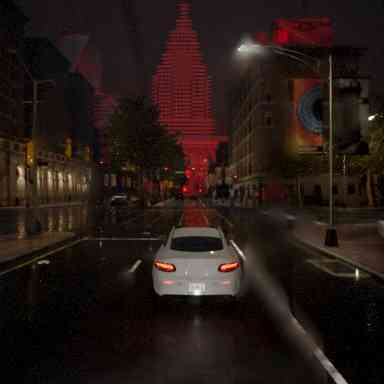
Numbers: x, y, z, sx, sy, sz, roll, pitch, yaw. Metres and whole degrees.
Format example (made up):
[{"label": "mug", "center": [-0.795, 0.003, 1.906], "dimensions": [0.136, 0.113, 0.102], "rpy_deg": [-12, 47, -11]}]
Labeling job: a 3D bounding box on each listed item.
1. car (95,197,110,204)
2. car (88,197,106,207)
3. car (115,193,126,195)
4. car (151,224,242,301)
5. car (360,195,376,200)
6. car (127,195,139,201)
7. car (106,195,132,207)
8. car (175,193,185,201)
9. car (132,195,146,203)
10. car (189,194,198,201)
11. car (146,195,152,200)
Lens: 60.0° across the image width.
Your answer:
[{"label": "car", "center": [-17.970, 1.591, 66.948], "dimensions": [1.895, 1.301, 4.718], "rpy_deg": [0, 0, 0]}, {"label": "car", "center": [-14.868, 1.501, 52.121], "dimensions": [1.837, 1.490, 4.892], "rpy_deg": [0, 0, 0]}, {"label": "car", "center": [-14.716, 1.220, 68.052], "dimensions": [2.150, 2.045, 5.566], "rpy_deg": [0, 0, 0]}, {"label": "car", "center": [0.110, 1.525, 8.204], "dimensions": [1.812, 1.442, 4.674], "rpy_deg": [0, 0, 1]}, {"label": "car", "center": [34.730, 1.477, 68.120], "dimensions": [2.231, 1.521, 4.892], "rpy_deg": [0, 0, 0]}, {"label": "car", "center": [-14.652, 1.535, 83.126], "dimensions": [2.033, 1.411, 5.357], "rpy_deg": [0, 0, 0]}, {"label": "car", "center": [-11.369, 1.544, 52.079], "dimensions": [2.033, 1.411, 5.357], "rpy_deg": [0, 0, 0]}, {"label": "car", "center": [-3.138, 1.213, 86.529], "dimensions": [2.150, 2.045, 5.566], "rpy_deg": [0, 0, 0]}, {"label": "car", "center": [-11.223, 1.474, 67.595], "dimensions": [1.882, 1.535, 5.008], "rpy_deg": [0, 1, 0]}, {"label": "car", "center": [0.362, 1.488, 86.484], "dimensions": [1.837, 1.490, 4.892], "rpy_deg": [0, 0, 0]}, {"label": "car", "center": [-11.155, 1.472, 82.485], "dimensions": [1.882, 1.535, 5.008], "rpy_deg": [0, 0, 0]}]
